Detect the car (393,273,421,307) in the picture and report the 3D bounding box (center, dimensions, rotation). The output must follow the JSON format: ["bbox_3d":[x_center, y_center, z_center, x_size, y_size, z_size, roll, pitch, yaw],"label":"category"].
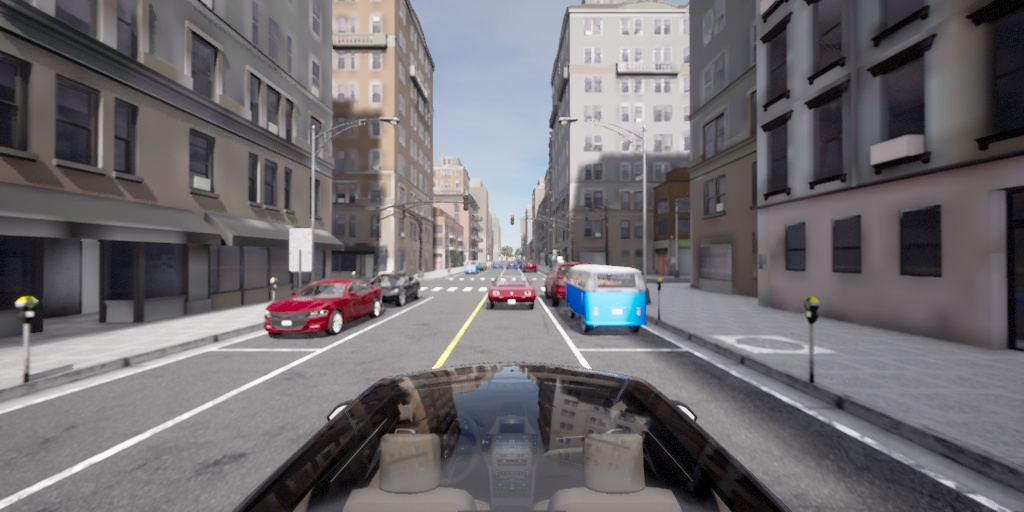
[{"bbox_3d":[-5.389,1.449,16.330,1.948,1.339,4.313,0,0,0],"label":"car"}]

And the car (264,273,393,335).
[{"bbox_3d":[-5.389,1.379,10.820,1.888,1.381,4.507,0,0,0],"label":"car"}]

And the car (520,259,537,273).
[{"bbox_3d":[2.700,1.534,53.701,2.192,1.841,5.009,0,0,0],"label":"car"}]

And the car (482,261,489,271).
[{"bbox_3d":[-5.410,1.834,59.105,1.948,1.339,4.313,0,0,0],"label":"car"}]

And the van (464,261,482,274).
[{"bbox_3d":[-5.412,1.512,48.293,1.690,1.789,3.998,0,0,0],"label":"van"}]

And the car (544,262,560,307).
[{"bbox_3d":[2.636,1.198,16.331,2.192,1.841,5.009,0,0,0],"label":"car"}]

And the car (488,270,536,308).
[{"bbox_3d":[0.005,1.481,15.955,1.895,1.301,4.718,0,0,0],"label":"car"}]

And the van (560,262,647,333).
[{"bbox_3d":[2.636,1.174,10.820,1.690,1.789,3.998,0,0,0],"label":"van"}]

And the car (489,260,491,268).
[{"bbox_3d":[-5.409,1.862,64.511,1.888,1.381,4.507,0,0,0],"label":"car"}]
